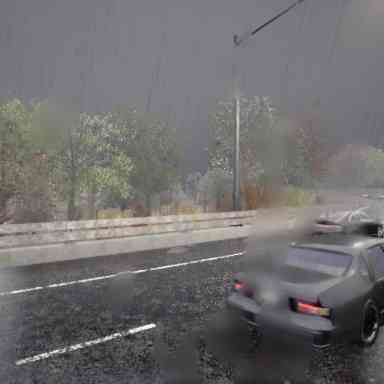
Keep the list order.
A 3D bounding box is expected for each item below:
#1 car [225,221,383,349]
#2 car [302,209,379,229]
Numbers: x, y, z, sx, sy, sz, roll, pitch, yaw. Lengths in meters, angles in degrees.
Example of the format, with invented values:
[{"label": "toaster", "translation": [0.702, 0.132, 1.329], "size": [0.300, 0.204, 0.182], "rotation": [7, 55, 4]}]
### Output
[{"label": "car", "translation": [3.032, 1.545, 6.319], "size": [5.357, 1.411, 2.033], "rotation": [0, 0, -39]}, {"label": "car", "translation": [6.495, 1.487, 14.120], "size": [4.902, 1.511, 2.128], "rotation": [0, 0, -43]}]
